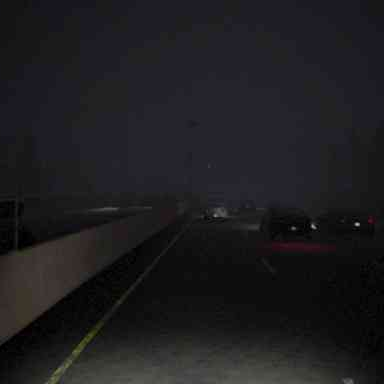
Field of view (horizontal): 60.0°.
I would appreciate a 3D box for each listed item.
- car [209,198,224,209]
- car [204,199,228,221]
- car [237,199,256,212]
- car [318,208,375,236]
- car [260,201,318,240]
[{"bbox_3d":[3.358,1.559,45.606,1.895,1.301,4.718,0,0,4],"label":"car"},{"bbox_3d":[1.902,1.501,26.519,1.812,1.442,4.674,0,0,4],"label":"car"},{"bbox_3d":[6.350,1.539,38.831,1.994,1.385,4.181,0,0,4],"label":"car"},{"bbox_3d":[8.307,1.570,18.407,1.994,1.385,4.181,0,0,4],"label":"car"},{"bbox_3d":[4.702,1.473,17.203,1.882,1.535,5.008,0,0,4],"label":"car"}]
